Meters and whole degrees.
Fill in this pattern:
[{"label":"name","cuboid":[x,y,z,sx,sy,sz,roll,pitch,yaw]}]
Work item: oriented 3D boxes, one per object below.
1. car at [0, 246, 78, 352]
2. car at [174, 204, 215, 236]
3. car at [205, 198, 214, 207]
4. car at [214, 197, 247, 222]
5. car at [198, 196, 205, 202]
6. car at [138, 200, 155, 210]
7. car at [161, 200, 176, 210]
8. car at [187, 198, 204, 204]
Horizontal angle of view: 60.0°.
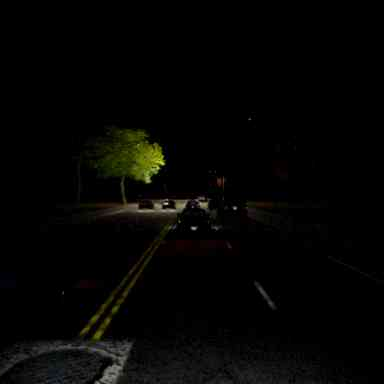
[{"label":"car","cuboid":[-3.354,1.578,4.860,2.033,1.411,5.357,0,0,0]},{"label":"car","cuboid":[0.096,1.644,18.942,1.812,1.442,4.674,0,0,0]},{"label":"car","cuboid":[3.338,1.667,46.396,2.097,1.767,4.553,0,0,0]},{"label":"car","cuboid":[3.342,1.404,28.524,2.150,2.045,5.566,0,-1,0]},{"label":"car","cuboid":[3.226,2.254,91.149,1.895,1.301,4.718,0,0,0]},{"label":"car","cuboid":[-6.577,1.875,48.378,2.033,1.411,5.357,0,0,0]},{"label":"car","cuboid":[-3.327,1.875,48.380,2.033,1.411,5.357,0,0,0]},{"label":"car","cuboid":[0.088,1.817,40.336,2.033,1.411,5.357,0,0,0]}]
